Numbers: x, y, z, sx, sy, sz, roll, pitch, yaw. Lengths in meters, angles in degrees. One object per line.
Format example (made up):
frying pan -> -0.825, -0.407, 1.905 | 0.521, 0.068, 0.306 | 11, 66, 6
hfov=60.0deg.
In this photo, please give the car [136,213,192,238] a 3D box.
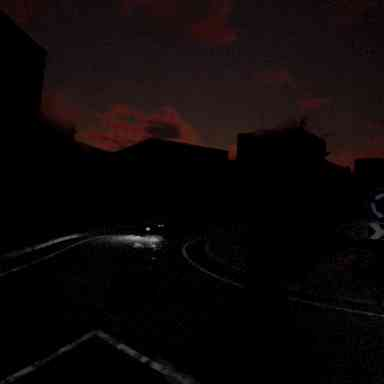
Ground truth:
car -> -1.637, 2.033, 21.068 | 1.994, 1.385, 4.181 | 2, -1, 28
